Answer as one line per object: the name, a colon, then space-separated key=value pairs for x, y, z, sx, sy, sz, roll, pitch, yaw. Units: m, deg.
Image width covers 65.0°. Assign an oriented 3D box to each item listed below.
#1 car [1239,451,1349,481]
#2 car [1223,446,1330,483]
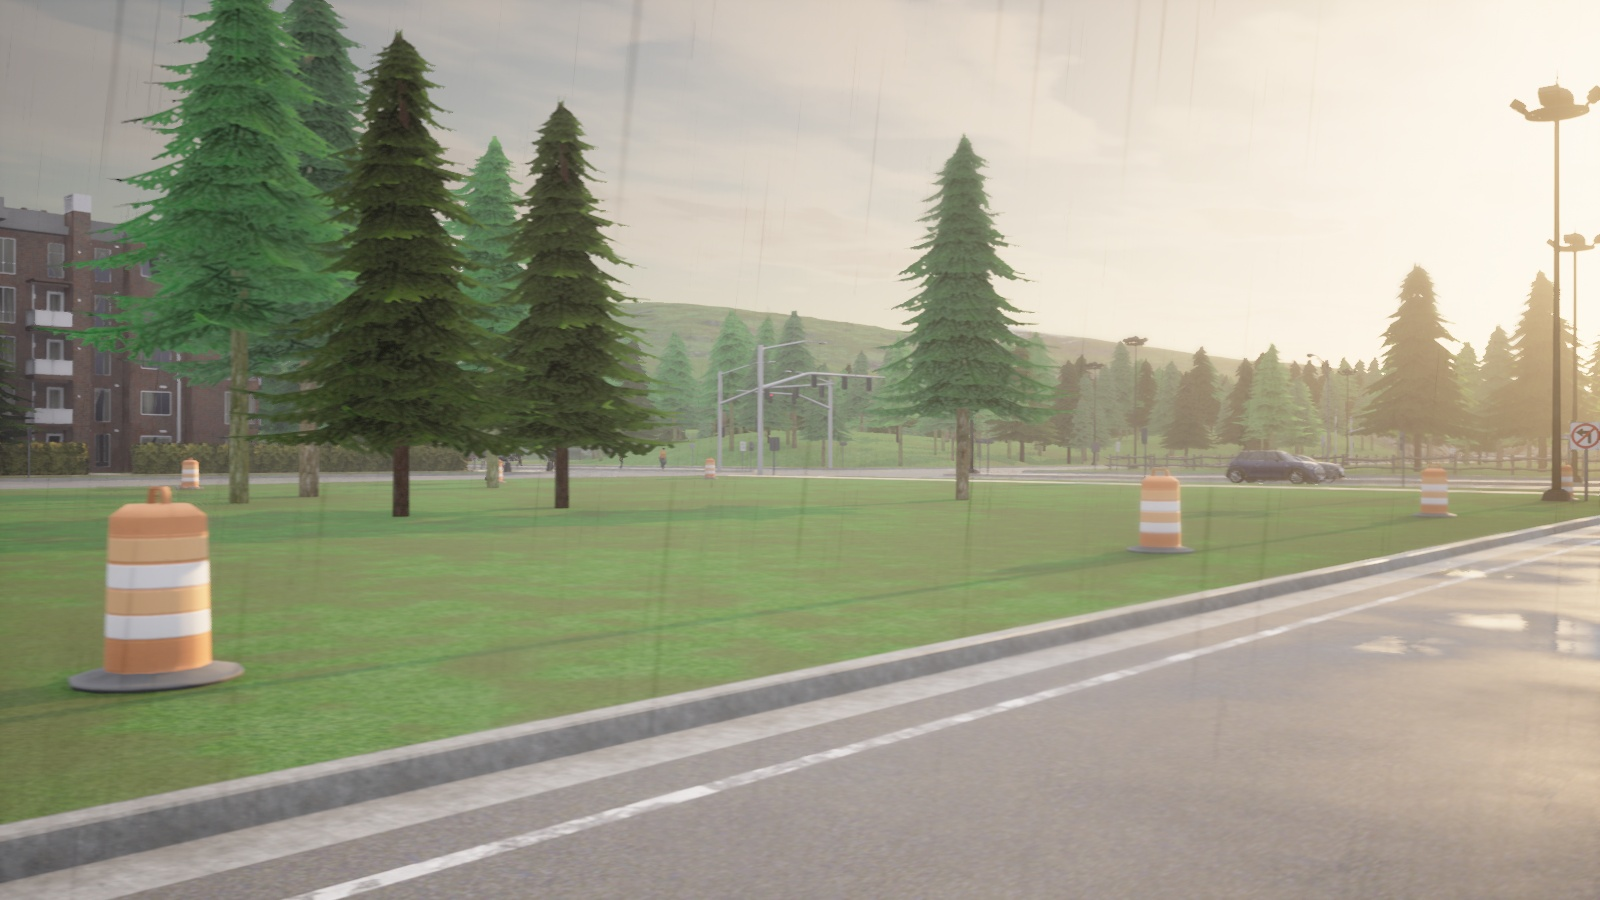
car: x=25.640 y=0.807 z=65.248 sx=4.902 sy=1.511 sz=2.128 roll=0 pitch=0 yaw=42
car: x=23.627 y=0.707 z=62.350 sx=4.553 sy=1.767 sz=2.097 roll=0 pitch=0 yaw=42
